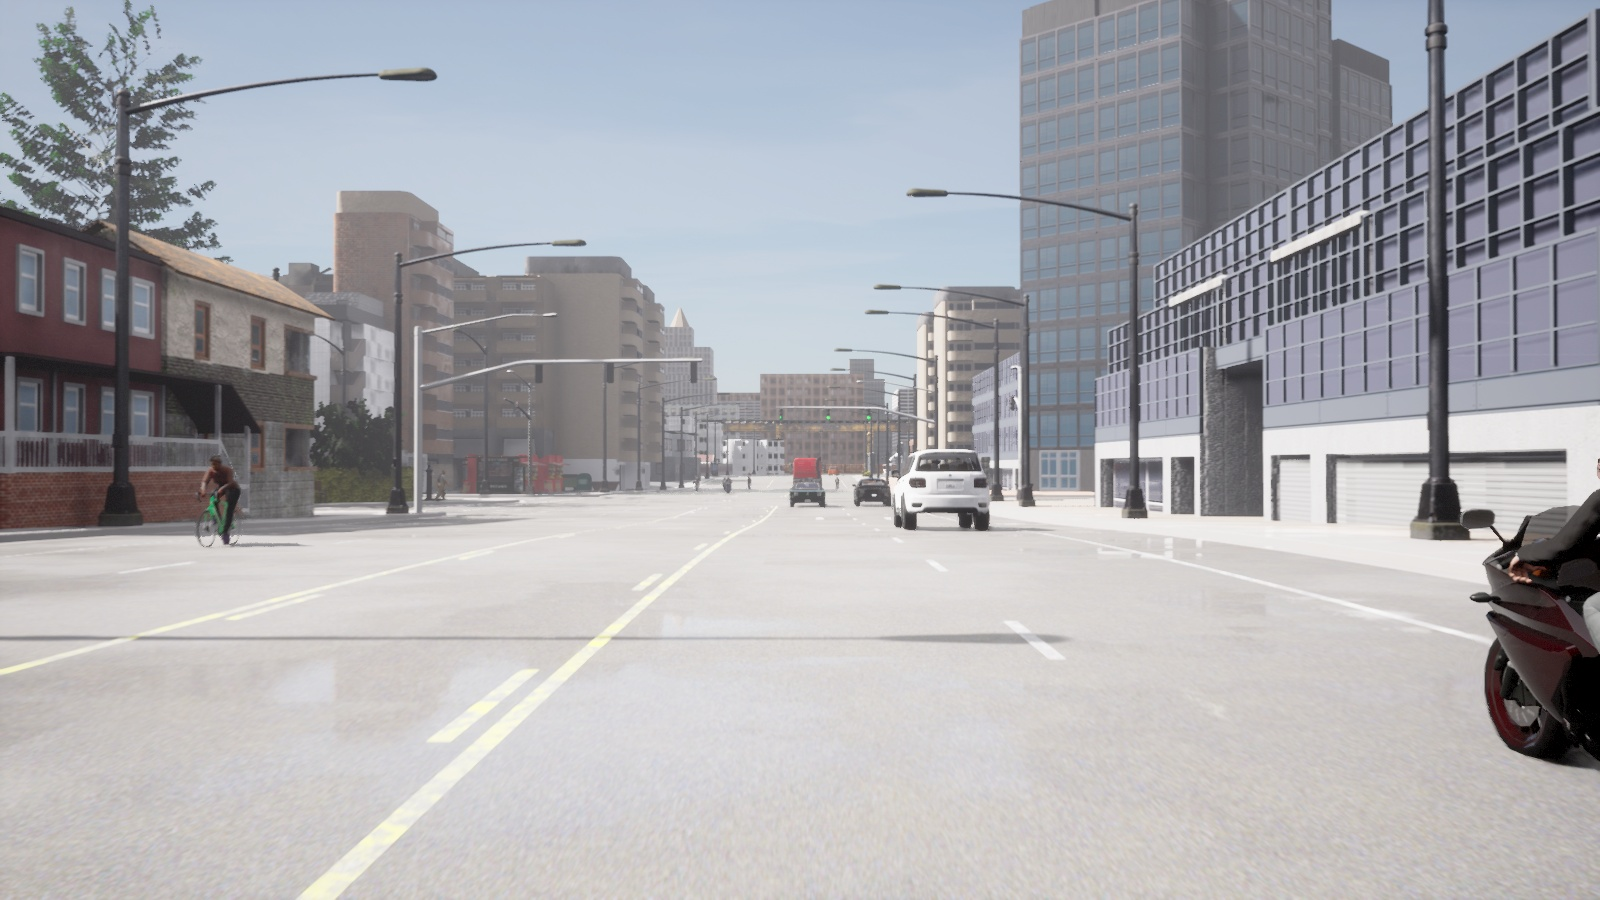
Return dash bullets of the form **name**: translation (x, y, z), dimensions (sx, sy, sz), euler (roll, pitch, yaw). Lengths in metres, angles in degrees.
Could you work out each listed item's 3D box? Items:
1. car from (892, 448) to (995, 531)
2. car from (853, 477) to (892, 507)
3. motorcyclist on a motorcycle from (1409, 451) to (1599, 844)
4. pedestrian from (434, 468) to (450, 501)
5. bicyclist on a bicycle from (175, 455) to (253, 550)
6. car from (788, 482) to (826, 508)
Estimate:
- **car**: translation (3.707, 1.085, 33.498), dimensions (2.150, 2.045, 5.566), euler (0, -2, 0)
- **car**: translation (3.909, 2.265, 68.375), dimensions (1.882, 1.535, 5.008), euler (0, -1, 0)
- **motorcyclist on a motorcycle**: translation (3.546, 0.768, 5.337), dimensions (0.866, 1.530, 2.191), euler (0, 0, 0)
- **pedestrian**: translation (-20.137, 1.952, 70.668), dimensions (0.694, 1.848, 0.540), euler (1, -1, -42)
- **bicyclist on a bicycle**: translation (-10.358, 0.906, 22.248), dimensions (0.582, 1.620, 1.656), euler (0, -1, 0)
- **car**: translation (0.347, 2.365, 67.043), dimensions (1.895, 1.301, 4.718), euler (0, -1, -1)
